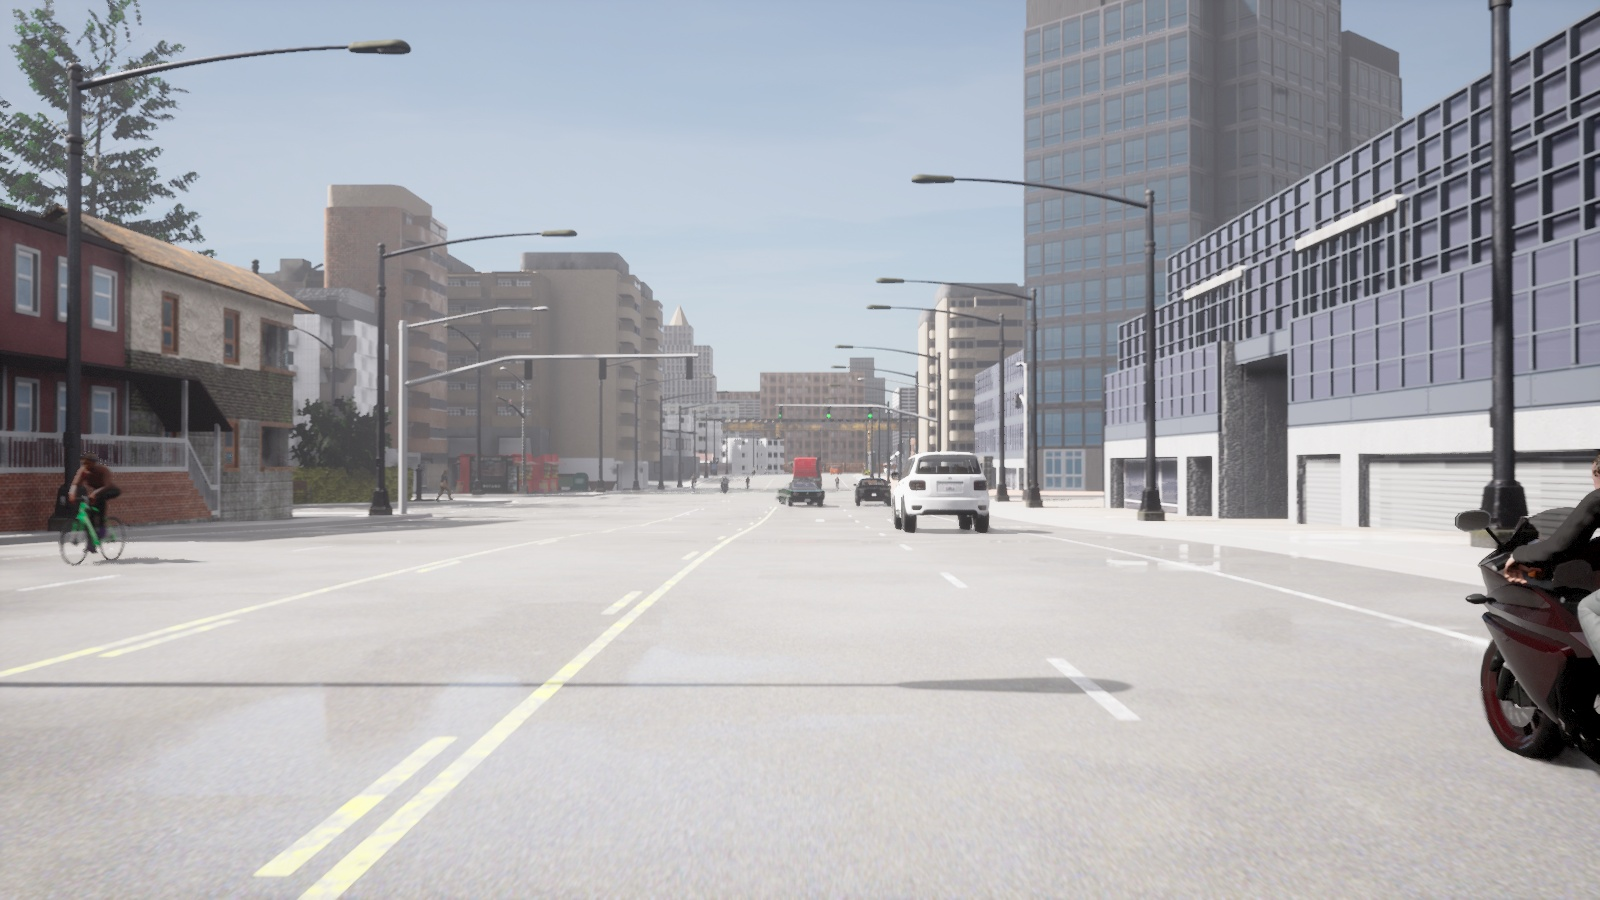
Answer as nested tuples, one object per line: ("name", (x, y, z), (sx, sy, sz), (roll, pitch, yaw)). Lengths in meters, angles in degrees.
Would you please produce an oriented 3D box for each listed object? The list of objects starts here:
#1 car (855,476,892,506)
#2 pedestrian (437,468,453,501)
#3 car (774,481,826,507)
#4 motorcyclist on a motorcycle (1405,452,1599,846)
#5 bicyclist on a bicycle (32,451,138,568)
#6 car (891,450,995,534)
("car", (3.968, 2.226, 68.421), (1.882, 1.535, 5.008), (0, -1, 2))
("pedestrian", (-19.575, 1.891, 69.235), (0.694, 1.848, 0.540), (1, -1, -45))
("car", (-0.040, 2.327, 67.037), (1.895, 1.301, 4.718), (0, -1, -11))
("motorcyclist on a motorcycle", (3.546, 0.776, 5.372), (0.866, 1.530, 2.191), (0, 0, 0))
("bicyclist on a bicycle", (-10.380, 0.843, 18.301), (0.582, 1.620, 1.656), (0, -1, 0))
("car", (3.707, 1.139, 33.541), (2.150, 2.045, 5.566), (0, -2, 0))
